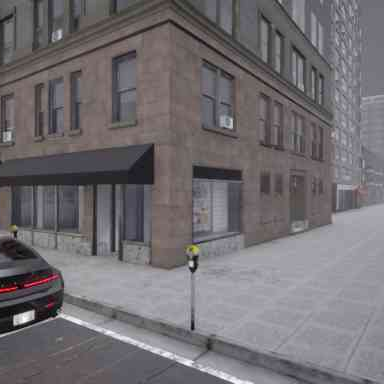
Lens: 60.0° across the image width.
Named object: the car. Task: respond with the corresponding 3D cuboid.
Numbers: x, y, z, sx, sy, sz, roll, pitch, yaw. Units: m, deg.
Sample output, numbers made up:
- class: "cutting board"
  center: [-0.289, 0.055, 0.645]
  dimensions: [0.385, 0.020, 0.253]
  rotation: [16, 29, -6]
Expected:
- class: "car"
  center: [-4.306, 1.506, 6.058]
  dimensions: [4.892, 1.490, 1.837]
  rotation: [0, 0, 36]
